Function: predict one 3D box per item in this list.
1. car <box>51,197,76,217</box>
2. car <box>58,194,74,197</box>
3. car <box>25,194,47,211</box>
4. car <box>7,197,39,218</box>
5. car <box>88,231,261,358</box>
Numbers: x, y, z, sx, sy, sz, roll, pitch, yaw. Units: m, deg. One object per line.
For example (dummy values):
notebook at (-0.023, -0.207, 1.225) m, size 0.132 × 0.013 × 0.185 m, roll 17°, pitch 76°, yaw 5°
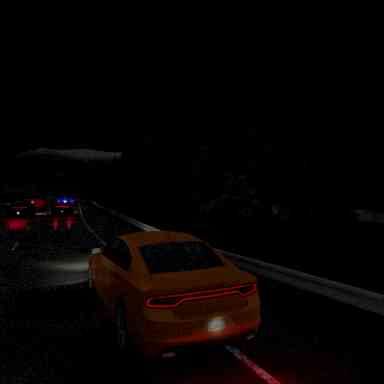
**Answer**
car at (-12.183, 1.492, 31.479) m, size 2.128 × 1.511 × 4.902 m, roll 0°, pitch 0°, yaw -19°
car at (-15.668, 1.221, 41.357) m, size 2.150 × 2.045 × 5.566 m, roll 0°, pitch 0°, yaw -19°
car at (-18.825, 1.221, 39.943) m, size 2.150 × 2.045 × 5.566 m, roll 0°, pitch 0°, yaw -19°
car at (-15.348, 1.505, 30.064) m, size 1.837 × 1.490 × 4.892 m, roll 0°, pitch 0°, yaw -20°
car at (-0.746, 1.478, 6.315) m, size 1.882 × 1.535 × 5.008 m, roll 0°, pitch 0°, yaw -25°
